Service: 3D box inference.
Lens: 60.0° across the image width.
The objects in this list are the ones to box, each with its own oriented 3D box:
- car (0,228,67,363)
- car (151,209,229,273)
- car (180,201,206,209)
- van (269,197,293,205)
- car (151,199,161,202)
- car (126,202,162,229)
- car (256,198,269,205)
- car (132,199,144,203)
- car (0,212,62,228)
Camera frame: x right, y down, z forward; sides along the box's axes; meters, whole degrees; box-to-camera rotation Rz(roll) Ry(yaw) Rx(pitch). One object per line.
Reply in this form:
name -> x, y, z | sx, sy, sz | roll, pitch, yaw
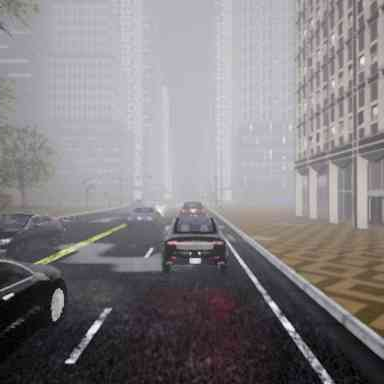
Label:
car -> -3.179, 1.526, 4.152 | 1.837, 1.490, 4.892 | 0, 0, 0
car -> 0.090, 1.546, 10.876 | 2.128, 1.511, 4.902 | 0, 0, 0
car -> 0.095, 1.511, 27.449 | 2.097, 1.767, 4.553 | 0, 0, 0
van -> 18.364, 1.870, 67.485 | 3.998, 1.788, 1.690 | 0, 0, 2
car -> -6.495, 1.998, 60.378 | 1.812, 1.442, 4.674 | 0, -1, 0
car -> -3.165, 1.673, 22.592 | 2.033, 1.411, 5.357 | 0, 0, 0
car -> 17.094, 2.119, 75.656 | 4.829, 1.417, 1.752 | 0, 0, 2
car -> -9.745, 1.984, 60.379 | 1.812, 1.442, 4.674 | 0, -1, 0
car -> -6.598, 1.556, 12.639 | 2.128, 1.511, 4.902 | 0, 0, 0
